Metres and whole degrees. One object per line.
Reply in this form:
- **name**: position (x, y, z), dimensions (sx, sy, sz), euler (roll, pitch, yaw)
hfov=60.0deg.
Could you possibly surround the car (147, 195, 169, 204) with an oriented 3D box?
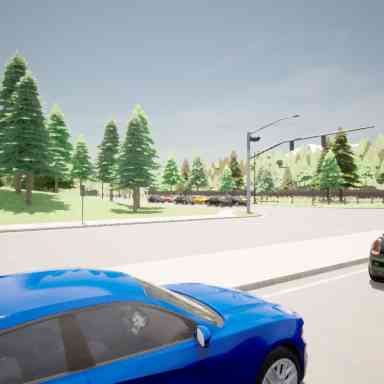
- **car**: position (-7.185, 1.505, 66.047), dimensions (1.837, 1.490, 4.892), euler (0, 0, -35)

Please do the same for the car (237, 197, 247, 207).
- **car**: position (6.634, 1.478, 52.280), dimensions (1.882, 1.535, 5.008), euler (0, 0, -35)

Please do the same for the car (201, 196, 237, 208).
- **car**: position (4.014, 1.478, 49.916), dimensions (1.882, 1.535, 5.008), euler (0, 0, -35)

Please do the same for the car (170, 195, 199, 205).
- **car**: position (-1.361, 1.505, 57.624), dimensions (1.837, 1.490, 4.892), euler (0, 0, -35)

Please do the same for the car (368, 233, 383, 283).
- **car**: position (6.500, 1.352, 8.408), dimensions (4.553, 1.767, 2.097), euler (0, 0, -35)

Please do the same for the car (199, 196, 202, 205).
- **car**: position (1.162, 1.478, 60.137), dimensions (1.882, 1.535, 5.008), euler (0, 0, -35)

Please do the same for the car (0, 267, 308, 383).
- **car**: position (-0.996, 1.478, 3.037), dimensions (5.008, 1.535, 1.882), euler (0, 0, -35)
